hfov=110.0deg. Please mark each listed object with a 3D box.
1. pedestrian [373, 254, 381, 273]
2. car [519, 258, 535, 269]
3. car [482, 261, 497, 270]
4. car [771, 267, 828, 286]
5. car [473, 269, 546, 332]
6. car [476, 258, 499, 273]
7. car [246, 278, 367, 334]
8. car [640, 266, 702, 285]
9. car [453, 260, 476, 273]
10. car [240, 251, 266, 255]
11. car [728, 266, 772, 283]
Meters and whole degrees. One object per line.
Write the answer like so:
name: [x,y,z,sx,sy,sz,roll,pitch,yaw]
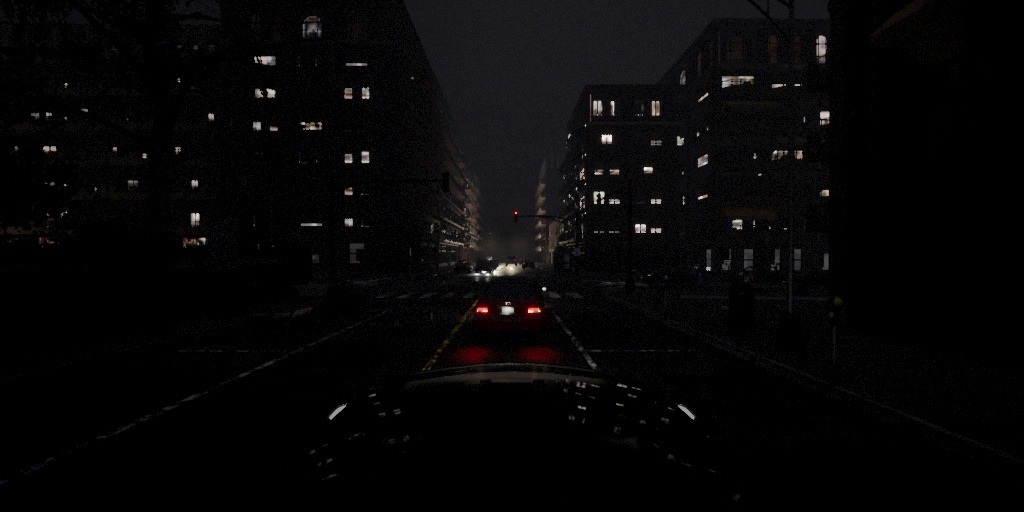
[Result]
pedestrian: [-12.814,0.651,33.955,0.375,1.860,0.375,0,-1,-1]
car: [2.525,1.298,54.284,2.007,1.370,4.403,0,0,0]
car: [-3.242,1.348,53.213,1.895,1.301,4.718,0,0,0]
car: [24.161,1.796,28.990,4.718,1.301,1.895,1,0,-1]
car: [0.050,1.296,10.789,2.033,1.411,5.357,0,0,3]
car: [-3.200,1.295,43.263,2.033,1.411,5.357,0,0,4]
car: [-5.715,1.331,10.574,1.802,1.307,4.207,0,0,0]
car: [12.761,1.519,28.813,4.674,1.442,1.812,1,0,-1]
car: [-5.819,1.187,42.985,1.967,1.591,4.097,0,0,0]
car: [-17.611,0.694,25.146,5.566,2.045,2.150,1,0,-1]
car: [21.287,1.570,31.508,4.097,1.591,1.967,0,0,-1]
